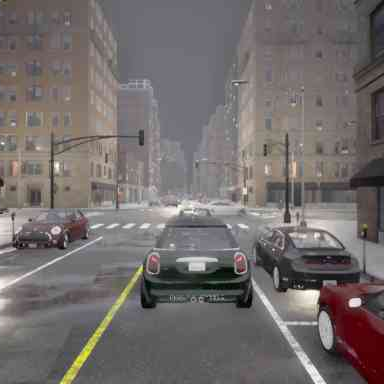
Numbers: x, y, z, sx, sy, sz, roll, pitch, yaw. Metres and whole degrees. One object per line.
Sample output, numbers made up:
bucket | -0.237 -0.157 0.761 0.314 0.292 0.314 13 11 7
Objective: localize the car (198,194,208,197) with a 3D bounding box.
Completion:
car | 2.580 1.593 63.773 1.752 1.417 4.829 0 0 0

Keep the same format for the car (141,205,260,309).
car | 0.066 1.354 8.059 2.097 1.767 4.553 0 0 -1

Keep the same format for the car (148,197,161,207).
car | -5.865 1.594 52.531 2.008 1.369 4.403 0 0 0

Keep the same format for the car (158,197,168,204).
car | -5.984 1.663 69.055 1.802 1.307 4.206 0 0 0

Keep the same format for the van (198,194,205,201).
van | 2.424 1.478 85.632 1.690 1.788 3.998 0 0 0

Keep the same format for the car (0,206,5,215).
car | -19.564 1.464 30.198 5.357 1.411 2.033 0 0 0

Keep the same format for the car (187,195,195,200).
car | -0.280 1.540 90.067 1.994 1.385 4.181 0 0 0

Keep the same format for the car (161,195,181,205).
car | -3.085 1.587 50.206 2.033 1.411 5.357 0 0 -1

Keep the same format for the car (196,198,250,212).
car | 2.872 1.524 30.268 4.674 1.442 1.812 0 0 0

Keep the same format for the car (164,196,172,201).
car | -6.103 1.719 85.579 1.802 1.307 4.206 0 0 0

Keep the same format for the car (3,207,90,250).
car | -5.818 1.445 14.169 1.967 1.590 4.097 0 0 0

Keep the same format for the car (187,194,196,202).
car | -0.208 1.704 80.091 1.895 1.301 4.718 0 0 0

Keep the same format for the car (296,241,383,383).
car | 2.682 1.545 3.170 1.887 1.381 4.507 0 0 0

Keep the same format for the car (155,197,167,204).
car | -5.944 1.611 63.547 1.887 1.381 4.507 0 0 0

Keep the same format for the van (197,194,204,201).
van | 2.384 1.501 91.138 1.690 1.788 3.998 0 0 0

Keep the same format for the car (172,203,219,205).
car | 0.133 1.497 15.361 2.128 1.511 4.902 0 0 0

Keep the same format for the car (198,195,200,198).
car | 2.621 1.620 58.095 1.947 1.339 4.313 0 0 0

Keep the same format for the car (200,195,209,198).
car | 2.660 1.588 52.589 1.887 1.381 4.507 0 0 0

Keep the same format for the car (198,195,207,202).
car | 2.463 1.557 80.123 1.967 1.590 4.097 0 0 0

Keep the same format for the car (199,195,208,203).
car | 2.502 1.538 74.617 1.967 1.590 4.097 0 0 0

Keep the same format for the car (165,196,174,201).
car | -6.142 1.725 91.087 1.947 1.339 4.313 0 0 0

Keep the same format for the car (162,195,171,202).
car | -6.062 1.556 80.071 1.967 1.590 4.097 0 0 0

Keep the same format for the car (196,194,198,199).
car | 2.542 1.397 69.110 2.192 1.841 5.009 0 0 0

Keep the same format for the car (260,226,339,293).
car | 2.694 1.553 8.662 2.008 1.369 4.403 0 0 0

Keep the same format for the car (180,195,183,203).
car | -3.139 1.659 60.023 1.895 1.301 4.718 0 0 0
